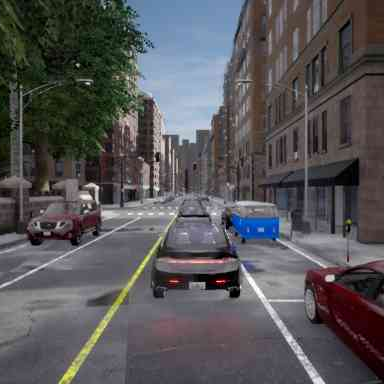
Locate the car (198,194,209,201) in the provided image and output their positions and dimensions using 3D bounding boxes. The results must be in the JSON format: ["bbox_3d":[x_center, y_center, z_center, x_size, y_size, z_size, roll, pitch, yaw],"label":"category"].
[{"bbox_3d":[2.830,1.387,75.612,1.967,1.590,4.097,0,0,0],"label":"car"}]

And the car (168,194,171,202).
[{"bbox_3d":[-5.691,1.501,64.672,2.008,1.369,4.403,0,0,0],"label":"car"}]

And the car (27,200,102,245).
[{"bbox_3d":[-5.675,1.310,15.533,2.192,1.841,5.009,0,0,0],"label":"car"}]

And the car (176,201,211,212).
[{"bbox_3d":[0.092,1.485,18.415,2.128,1.511,4.902,0,0,0],"label":"car"}]

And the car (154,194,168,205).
[{"bbox_3d":[-5.689,1.480,59.051,1.752,1.417,4.829,0,0,0],"label":"car"}]

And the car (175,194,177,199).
[{"bbox_3d":[-5.698,1.496,86.475,2.008,1.369,4.403,0,0,0],"label":"car"}]

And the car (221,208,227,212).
[{"bbox_3d":[2.848,1.557,21.236,1.947,1.339,4.313,0,0,0],"label":"car"}]

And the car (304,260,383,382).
[{"bbox_3d":[2.853,1.544,4.254,1.887,1.381,4.507,0,0,0],"label":"car"}]

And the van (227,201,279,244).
[{"bbox_3d":[2.849,1.336,15.575,1.690,1.788,3.998,0,0,0],"label":"van"}]

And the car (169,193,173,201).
[{"bbox_3d":[-5.692,1.493,70.123,1.887,1.381,4.507,0,0,0],"label":"car"}]

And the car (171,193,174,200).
[{"bbox_3d":[-5.694,1.491,75.574,1.887,1.381,4.507,0,0,0],"label":"car"}]

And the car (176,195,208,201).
[{"bbox_3d":[-0.010,1.338,27.592,2.097,1.767,4.553,0,0,0],"label":"car"}]

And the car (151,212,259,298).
[{"bbox_3d":[0.097,1.490,8.476,2.128,1.511,4.902,0,0,0],"label":"car"}]
